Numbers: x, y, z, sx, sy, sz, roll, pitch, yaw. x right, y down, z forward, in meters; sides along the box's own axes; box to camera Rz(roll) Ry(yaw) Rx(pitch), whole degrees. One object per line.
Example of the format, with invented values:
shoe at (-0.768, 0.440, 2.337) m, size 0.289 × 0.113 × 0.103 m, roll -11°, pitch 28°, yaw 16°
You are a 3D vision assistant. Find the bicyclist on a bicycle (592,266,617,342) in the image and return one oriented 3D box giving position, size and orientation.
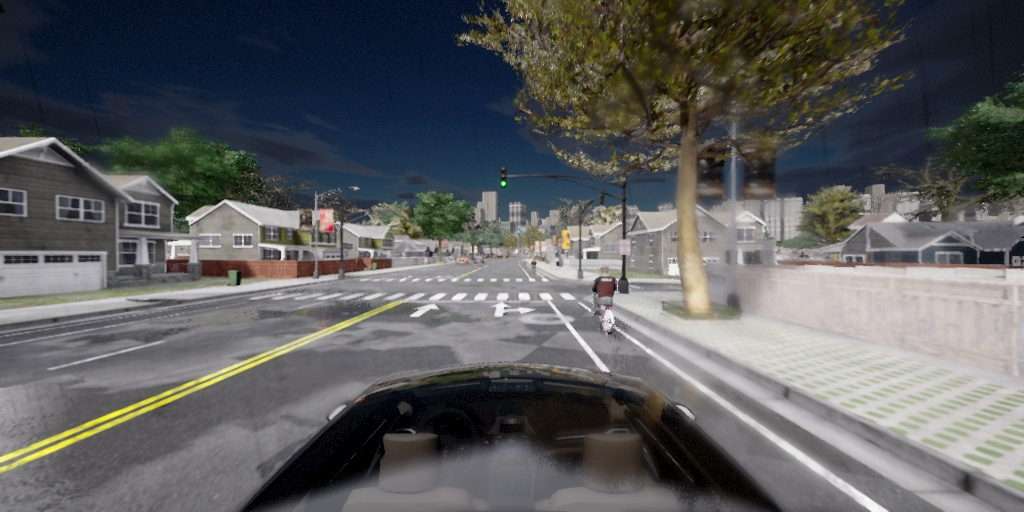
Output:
bicyclist on a bicycle at (2.248, 1.116, 8.901) m, size 0.659 × 1.776 × 1.843 m, roll 0°, pitch 0°, yaw 0°

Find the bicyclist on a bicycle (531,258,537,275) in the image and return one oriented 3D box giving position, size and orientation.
bicyclist on a bicycle at (2.246, 1.082, 36.893) m, size 0.659 × 1.776 × 1.843 m, roll 0°, pitch 0°, yaw 0°

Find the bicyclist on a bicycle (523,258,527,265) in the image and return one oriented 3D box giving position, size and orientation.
bicyclist on a bicycle at (2.258, 1.097, 62.961) m, size 0.866 × 1.612 × 1.509 m, roll 0°, pitch 0°, yaw 0°
